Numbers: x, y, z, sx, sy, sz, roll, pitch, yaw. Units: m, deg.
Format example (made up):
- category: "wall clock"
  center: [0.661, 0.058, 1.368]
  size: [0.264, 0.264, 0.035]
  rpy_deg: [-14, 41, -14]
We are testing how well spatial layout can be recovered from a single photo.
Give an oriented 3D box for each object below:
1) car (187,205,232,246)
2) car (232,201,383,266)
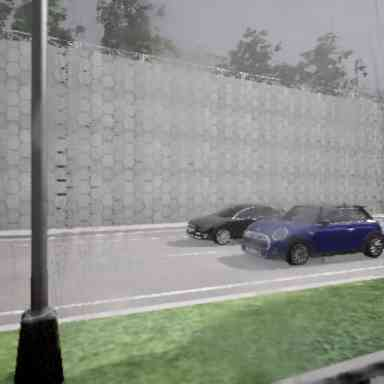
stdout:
- category: "car"
  center: [2.172, 1.250, 13.811]
  size: [4.892, 1.490, 1.837]
  rpy_deg: [0, 1, -23]
- category: "car"
  center: [3.891, 1.172, 10.744]
  size: [4.553, 1.767, 2.097]
  rpy_deg: [0, 1, -23]
